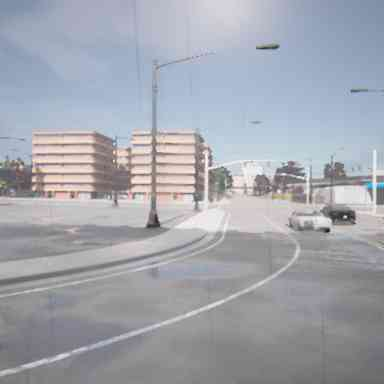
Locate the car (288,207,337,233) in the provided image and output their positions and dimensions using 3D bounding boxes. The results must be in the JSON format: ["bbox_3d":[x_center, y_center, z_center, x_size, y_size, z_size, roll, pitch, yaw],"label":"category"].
[{"bbox_3d":[7.446,1.781,21.335,1.895,1.301,4.718,0,0,8],"label":"car"}]

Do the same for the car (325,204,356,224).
[{"bbox_3d":[11.769,1.725,27.270,1.882,1.535,5.008,0,0,8],"label":"car"}]
